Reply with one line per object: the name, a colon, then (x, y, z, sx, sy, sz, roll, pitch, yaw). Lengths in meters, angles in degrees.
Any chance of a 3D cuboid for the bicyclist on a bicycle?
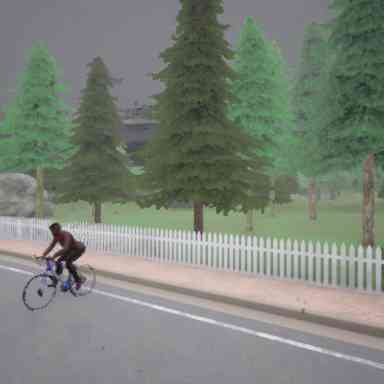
bicyclist on a bicycle: (-2.616, 1.431, 6.717, 0.582, 1.620, 1.656, 0, 0, 35)
